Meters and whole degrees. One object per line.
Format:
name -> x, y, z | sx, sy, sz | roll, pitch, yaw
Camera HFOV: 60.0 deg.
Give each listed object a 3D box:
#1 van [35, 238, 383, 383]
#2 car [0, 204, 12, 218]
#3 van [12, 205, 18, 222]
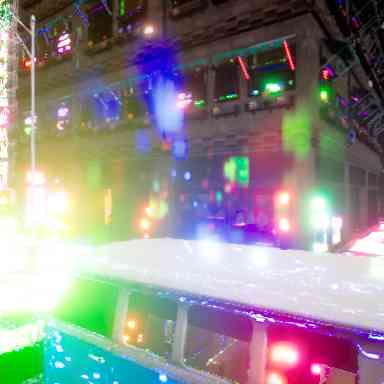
van -> 0.486, 1.350, 2.511 | 3.998, 1.788, 1.690 | -1, 0, 36
car -> -18.098, 1.781, 30.505 | 1.947, 1.339, 4.313 | 0, 0, 35
van -> -11.266, 1.599, 25.648 | 1.690, 1.788, 3.998 | 0, 0, 35
